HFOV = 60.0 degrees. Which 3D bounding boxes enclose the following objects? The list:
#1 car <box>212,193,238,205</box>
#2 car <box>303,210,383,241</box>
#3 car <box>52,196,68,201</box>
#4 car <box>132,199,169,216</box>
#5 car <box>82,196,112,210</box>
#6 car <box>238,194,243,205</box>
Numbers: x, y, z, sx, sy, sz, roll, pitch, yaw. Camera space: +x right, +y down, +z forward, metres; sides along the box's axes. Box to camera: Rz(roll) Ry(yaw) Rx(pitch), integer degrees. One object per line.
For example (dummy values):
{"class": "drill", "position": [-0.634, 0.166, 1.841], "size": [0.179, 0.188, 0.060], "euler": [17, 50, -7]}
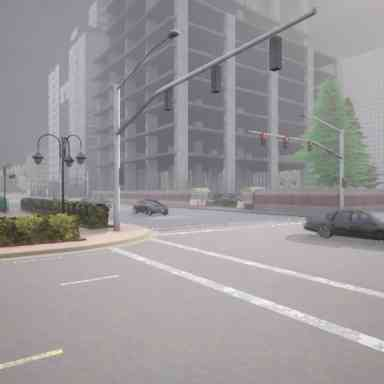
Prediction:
{"class": "car", "position": [4.993, 1.114, 53.464], "size": [1.905, 1.878, 3.866], "euler": [0, 0, -36]}
{"class": "car", "position": [7.805, 1.535, 15.279], "size": [2.033, 1.411, 5.357], "euler": [0, 0, -36]}
{"class": "car", "position": [-22.850, 1.459, 57.611], "size": [2.128, 1.511, 4.902], "euler": [0, 0, -36]}
{"class": "car", "position": [-4.011, 1.451, 31.528], "size": [1.837, 1.490, 4.892], "euler": [0, 0, -36]}
{"class": "car", "position": [-11.704, 1.435, 42.117], "size": [2.128, 1.511, 4.902], "euler": [0, 0, -36]}
{"class": "car", "position": [7.382, 1.114, 55.179], "size": [1.905, 1.878, 3.866], "euler": [0, 0, -36]}
